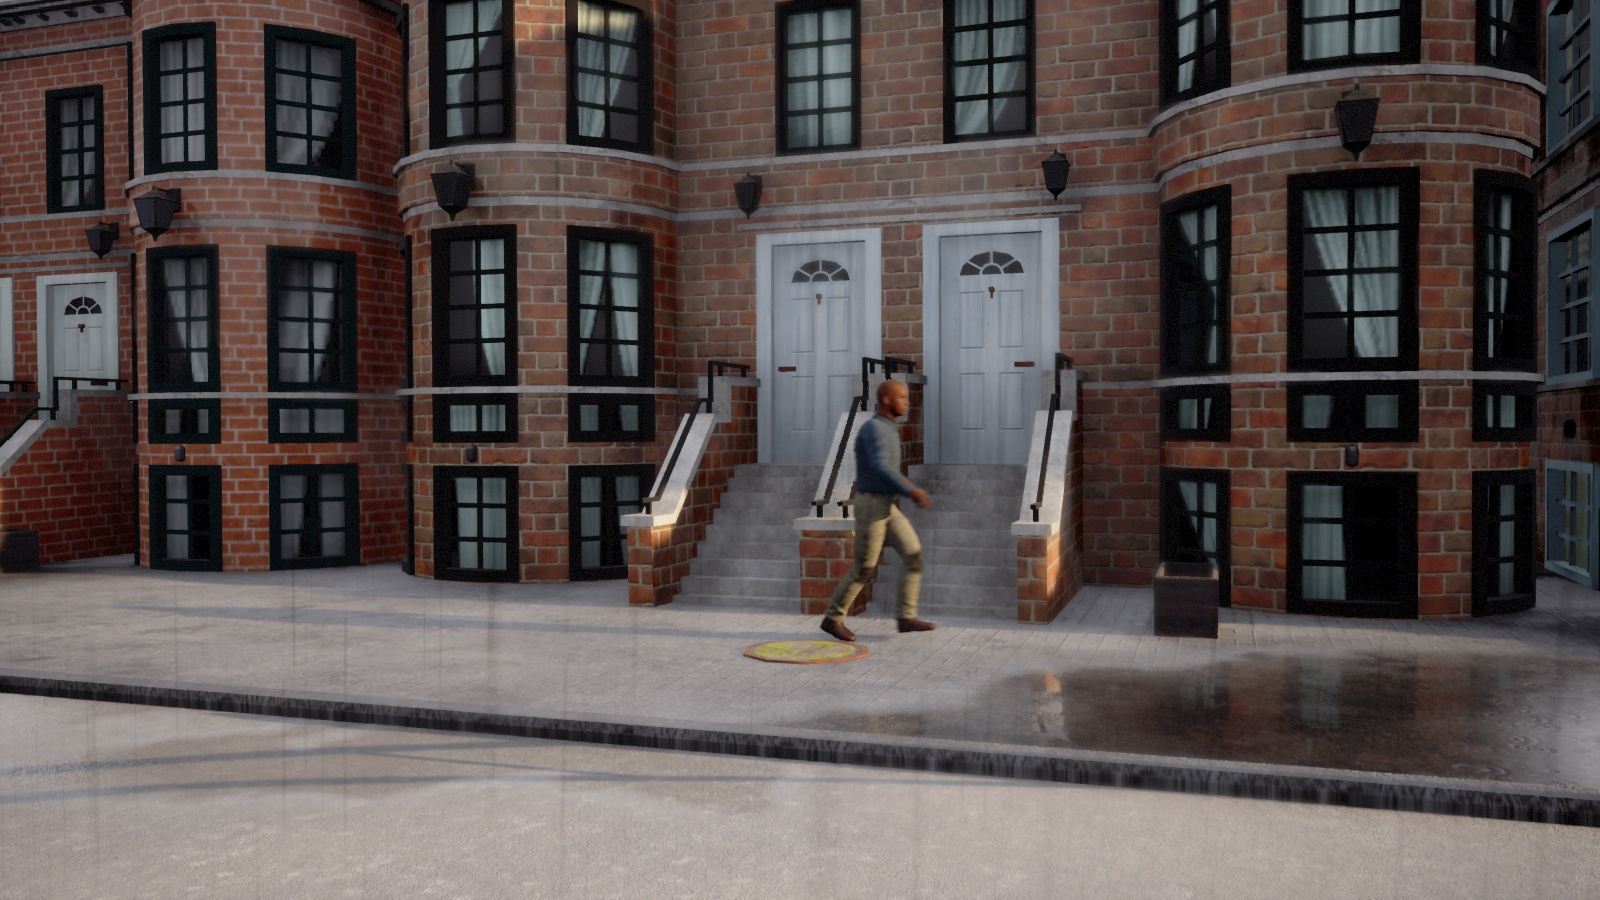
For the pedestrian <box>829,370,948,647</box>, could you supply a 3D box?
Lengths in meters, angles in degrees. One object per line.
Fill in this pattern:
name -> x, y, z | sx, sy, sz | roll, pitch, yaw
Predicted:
pedestrian -> 0.607, 0.383, 8.586 | 0.726, 1.835, 0.370 | 1, 1, 20
